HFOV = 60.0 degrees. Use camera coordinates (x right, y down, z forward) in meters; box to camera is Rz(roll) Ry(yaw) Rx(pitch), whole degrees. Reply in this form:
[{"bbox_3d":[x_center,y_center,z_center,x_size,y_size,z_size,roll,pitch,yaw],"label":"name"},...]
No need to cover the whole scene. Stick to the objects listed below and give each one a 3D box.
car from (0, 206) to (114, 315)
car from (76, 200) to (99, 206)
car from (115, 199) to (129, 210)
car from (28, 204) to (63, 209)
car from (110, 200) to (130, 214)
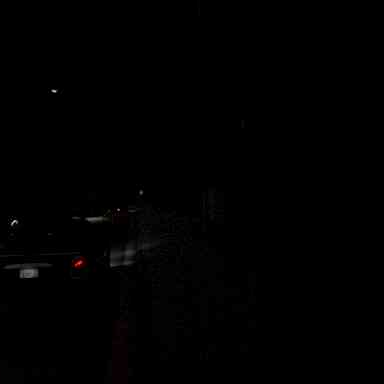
[{"bbox_3d":[-3.068,1.379,7.621,2.097,1.767,4.553,0,0,-10],"label":"car"},{"bbox_3d":[-10.356,1.620,33.222,1.882,1.535,5.008,0,0,-9],"label":"car"},{"bbox_3d":[-10.089,1.790,48.303,1.895,1.301,4.718,0,0,-10],"label":"car"},{"bbox_3d":[-7.574,1.433,17.014,2.097,1.767,4.553,0,0,-10],"label":"car"},{"bbox_3d":[-8.258,1.647,37.995,1.837,1.490,4.892,0,0,-9],"label":"car"}]
